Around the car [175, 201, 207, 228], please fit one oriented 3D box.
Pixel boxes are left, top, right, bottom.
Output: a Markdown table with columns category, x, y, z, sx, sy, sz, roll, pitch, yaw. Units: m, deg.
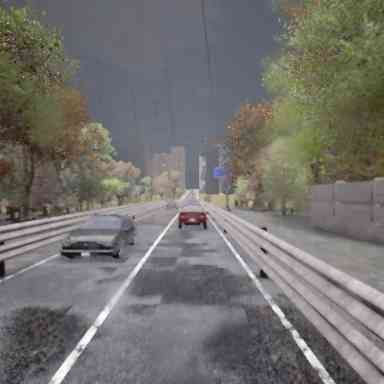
| category | x | y | z | sx | sy | sz | roll | pitch | yaw |
| --- | --- | --- | --- | --- | --- | --- | --- | --- | --- |
| car | 0.055 | 1.600 | 23.154 | 1.882 | 1.535 | 5.008 | 0 | 0 | 0 |

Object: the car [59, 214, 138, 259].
| category | x | y | z | sx | sy | sz | roll | pitch | yaw |
| --- | --- | --- | --- | --- | --- | --- | --- | --- | --- |
| car | -3.344 | 1.591 | 13.112 | 2.033 | 1.411 | 5.357 | 0 | 0 | 0 |

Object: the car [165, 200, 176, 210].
| category | x | y | z | sx | sy | sz | roll | pitch | yaw |
| --- | --- | --- | --- | --- | --- | --- | --- | --- | --- |
| car | -3.296 | 2.136 | 54.724 | 1.837 | 1.490 | 4.892 | 0 | -1 | 0 |
